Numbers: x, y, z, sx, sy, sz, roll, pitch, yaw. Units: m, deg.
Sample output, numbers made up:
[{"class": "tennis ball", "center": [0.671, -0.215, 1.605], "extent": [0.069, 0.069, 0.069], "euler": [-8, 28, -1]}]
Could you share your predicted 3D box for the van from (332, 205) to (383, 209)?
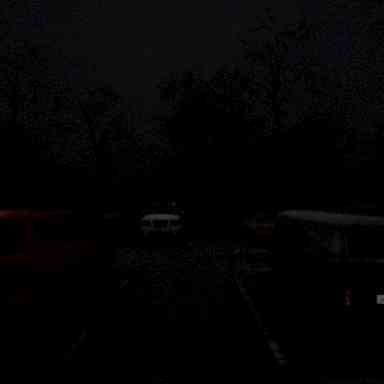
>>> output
[{"class": "van", "center": [9.578, 1.722, 19.240], "extent": [1.878, 1.987, 4.442], "euler": [1, -1, 0]}]

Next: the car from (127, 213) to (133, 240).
[{"class": "car", "center": [-4.388, 1.881, 19.359], "extent": [2.231, 1.521, 4.892], "euler": [0, -1, 0]}]

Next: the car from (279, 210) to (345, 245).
[{"class": "car", "center": [6.782, 1.923, 19.543], "extent": [1.946, 1.575, 5.366], "euler": [1, -1, 0]}]

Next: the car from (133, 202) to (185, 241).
[{"class": "car", "center": [-1.596, 1.625, 19.350], "extent": [2.435, 2.045, 5.566], "euler": [0, -1, 0]}]

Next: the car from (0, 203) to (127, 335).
[{"class": "car", "center": [-3.239, 1.363, 7.137], "extent": [2.435, 2.045, 5.566], "euler": [0, -1, 0]}]

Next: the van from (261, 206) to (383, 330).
[{"class": "van", "center": [2.954, 1.409, 7.220], "extent": [1.878, 1.987, 4.442], "euler": [0, -1, 0]}]

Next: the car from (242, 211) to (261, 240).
[{"class": "car", "center": [4.121, 1.902, 19.548], "extent": [1.946, 1.575, 5.366], "euler": [0, -1, 0]}]
